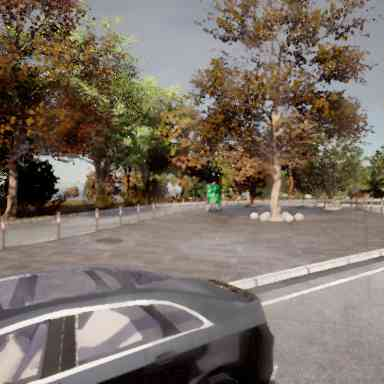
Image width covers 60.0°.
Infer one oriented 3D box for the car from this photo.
[{"bbox_3d":[-1.446,1.489,2.622,4.902,1.511,2.128,-1,0,-35],"label":"car"}]
